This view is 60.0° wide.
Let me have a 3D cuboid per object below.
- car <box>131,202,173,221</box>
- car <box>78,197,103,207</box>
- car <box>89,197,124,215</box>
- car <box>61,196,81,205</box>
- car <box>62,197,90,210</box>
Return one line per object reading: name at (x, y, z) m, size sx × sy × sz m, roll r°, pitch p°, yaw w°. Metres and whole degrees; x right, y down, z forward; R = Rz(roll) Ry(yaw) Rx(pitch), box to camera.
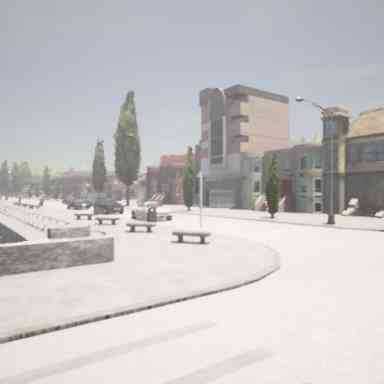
car at (-3.322, 1.517, 26.805) m, size 1.812 × 1.442 × 4.674 m, roll 0°, pitch 0°, yaw -36°
car at (-15.785, 1.535, 51.509) m, size 2.033 × 1.411 × 5.357 m, roll 0°, pitch 0°, yaw -36°
car at (-8.596, 1.496, 34.183) m, size 1.837 × 1.490 × 4.892 m, roll 0°, pitch 0°, yaw -35°
car at (-21.973, 1.535, 60.188) m, size 2.033 × 1.411 × 5.357 m, roll 0°, pitch 0°, yaw -35°
car at (-14.523, 1.482, 42.530) m, size 2.128 × 1.511 × 4.902 m, roll 0°, pitch 0°, yaw -35°
